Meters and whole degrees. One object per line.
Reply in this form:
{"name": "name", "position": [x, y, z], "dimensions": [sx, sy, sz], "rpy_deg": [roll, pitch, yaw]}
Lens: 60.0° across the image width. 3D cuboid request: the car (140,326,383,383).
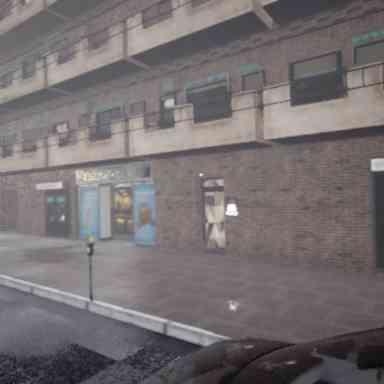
{"name": "car", "position": [1.421, 1.564, 1.874], "dimensions": [4.313, 1.339, 1.947], "rpy_deg": [-1, -1, 36]}
